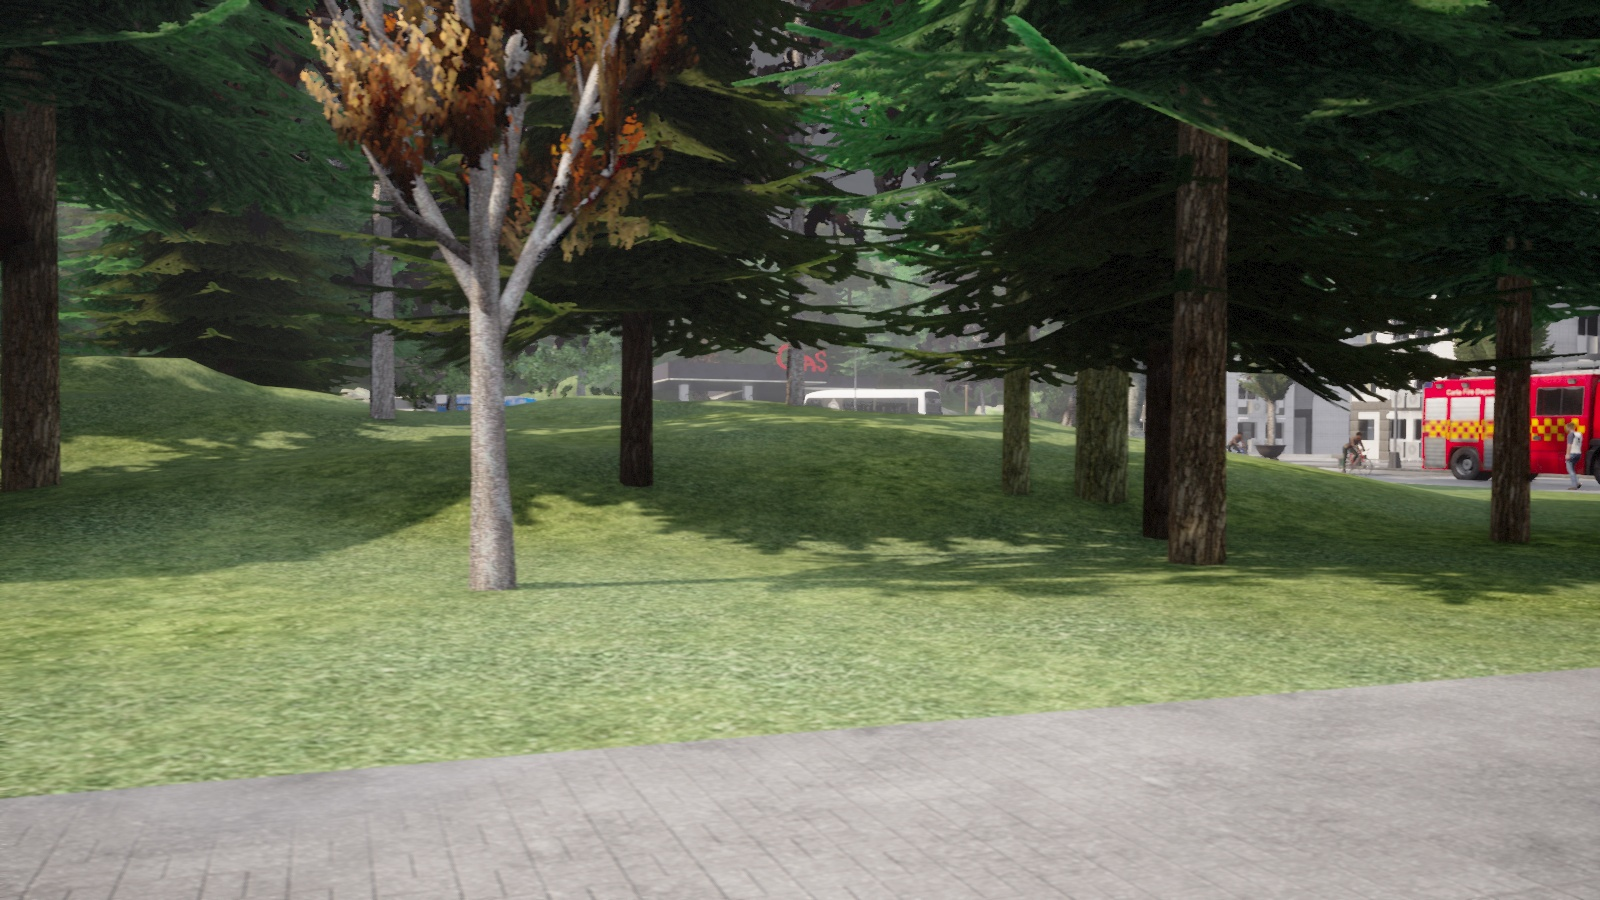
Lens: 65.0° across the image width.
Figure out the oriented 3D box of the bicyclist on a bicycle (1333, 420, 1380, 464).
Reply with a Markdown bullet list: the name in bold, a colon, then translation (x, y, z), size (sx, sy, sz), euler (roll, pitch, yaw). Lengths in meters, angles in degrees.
- **bicyclist on a bicycle**: translation (20.751, -0.303, 46.852), size (0.582, 1.620, 1.656), euler (-1, 1, -20)

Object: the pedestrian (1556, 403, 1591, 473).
- **pedestrian**: translation (20.478, -0.313, 33.260), size (0.354, 1.836, 0.706), euler (-1, 1, -21)

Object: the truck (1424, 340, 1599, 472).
- **truck**: translation (23.779, -1.320, 38.676), size (2.891, 3.827, 8.468), euler (-1, 1, -20)

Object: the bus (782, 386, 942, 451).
- **bus**: translation (4.205, -2.096, 86.413), size (10.273, 4.253, 3.944), euler (0, 1, 30)
